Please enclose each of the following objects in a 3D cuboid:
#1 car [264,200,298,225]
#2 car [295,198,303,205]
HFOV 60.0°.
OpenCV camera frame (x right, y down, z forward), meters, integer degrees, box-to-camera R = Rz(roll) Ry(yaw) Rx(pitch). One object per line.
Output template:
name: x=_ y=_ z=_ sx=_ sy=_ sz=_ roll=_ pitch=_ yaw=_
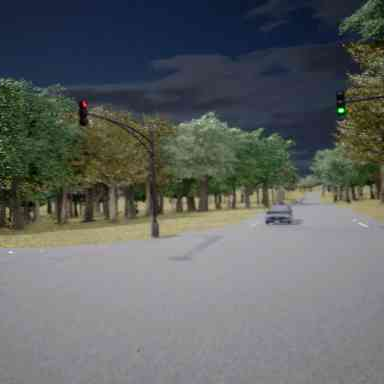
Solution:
car: x=6.623 y=1.625 z=25.035 sx=2.033 sy=1.411 sz=5.357 roll=-2 pitch=-1 yaw=19
car: x=24.511 y=2.215 z=76.688 sx=1.812 sy=1.442 sz=4.674 roll=-2 pitch=-2 yaw=19
